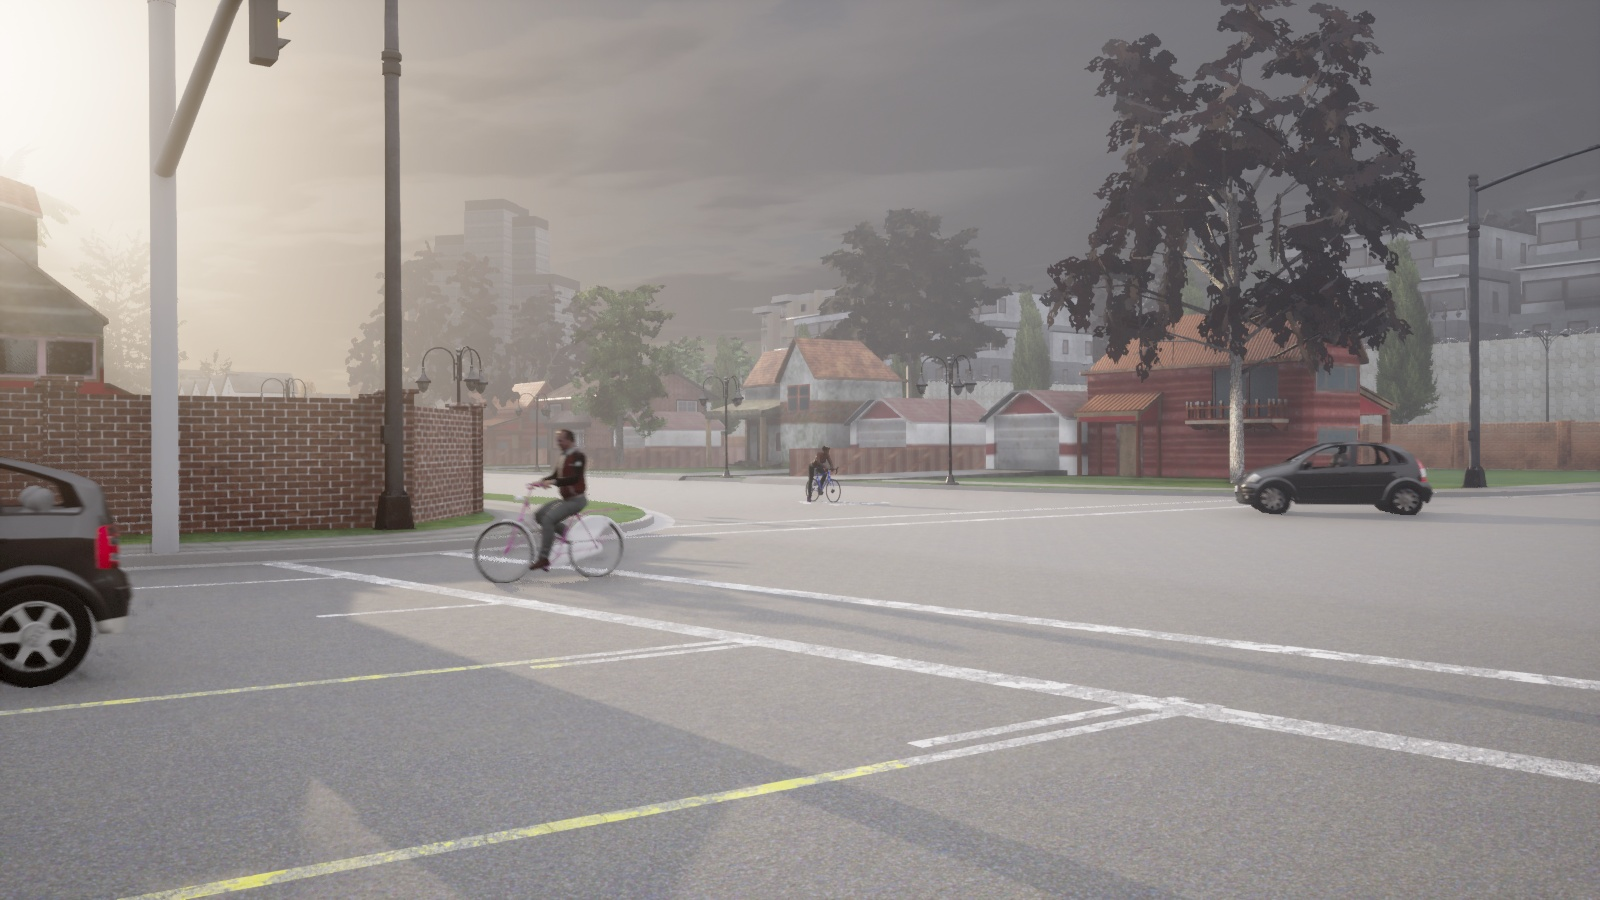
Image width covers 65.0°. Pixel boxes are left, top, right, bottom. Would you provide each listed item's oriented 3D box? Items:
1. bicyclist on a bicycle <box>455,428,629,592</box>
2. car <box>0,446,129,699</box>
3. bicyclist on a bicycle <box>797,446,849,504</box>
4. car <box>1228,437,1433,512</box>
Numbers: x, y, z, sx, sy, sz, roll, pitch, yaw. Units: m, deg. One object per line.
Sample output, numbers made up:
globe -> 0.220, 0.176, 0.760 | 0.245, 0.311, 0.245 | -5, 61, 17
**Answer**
bicyclist on a bicycle -> -2.944, 0.650, 14.405 | 1.843, 1.776, 0.659 | 0, 0, -35
car -> -6.356, 0.751, 7.764 | 3.705, 1.549, 1.789 | 0, 0, -35
bicyclist on a bicycle -> 0.651, 0.691, 35.776 | 0.582, 1.620, 1.656 | -1, 1, -36
car -> 11.854, 0.532, 28.306 | 3.988, 1.617, 1.851 | 0, 0, 13
